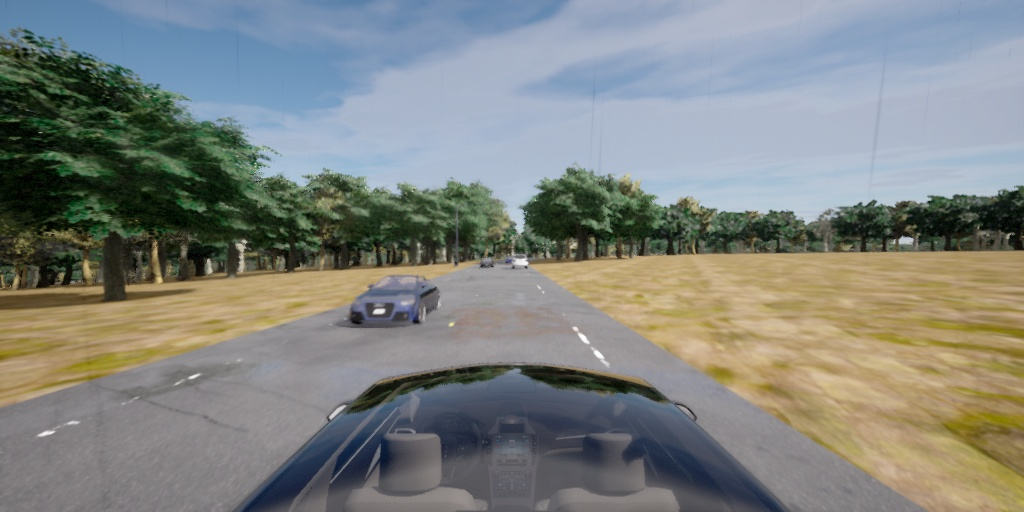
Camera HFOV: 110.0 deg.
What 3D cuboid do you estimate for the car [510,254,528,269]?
[{"bbox_3d":[1.112,0.772,51.154,2.150,2.045,5.566,0,0,0],"label":"car"}]

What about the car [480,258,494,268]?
[{"bbox_3d":[-3.678,1.011,53.760,1.882,1.535,5.008,0,0,0],"label":"car"}]

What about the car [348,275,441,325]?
[{"bbox_3d":[-3.618,1.316,11.766,1.994,1.385,4.181,0,0,0],"label":"car"}]
